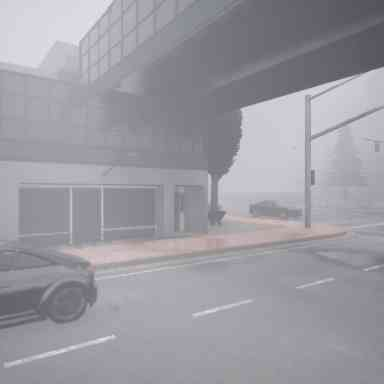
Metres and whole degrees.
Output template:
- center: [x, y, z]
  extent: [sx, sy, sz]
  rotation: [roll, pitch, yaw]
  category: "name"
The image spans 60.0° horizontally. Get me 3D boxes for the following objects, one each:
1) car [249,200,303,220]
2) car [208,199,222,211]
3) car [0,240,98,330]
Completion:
- center: [7.144, 1.478, 28.707]
  extent: [1.882, 1.535, 5.008]
  rotation: [0, 0, -36]
  category: "car"
- center: [1.274, 1.478, 36.861]
  extent: [1.882, 1.535, 5.008]
  rotation: [0, 0, -36]
  category: "car"
- center: [-3.780, 1.564, 5.598]
  extent: [4.181, 1.385, 1.994]
  rotation: [0, 0, -36]
  category: "car"
